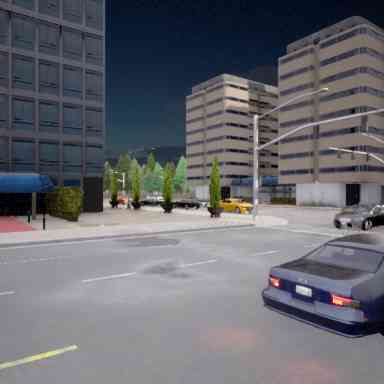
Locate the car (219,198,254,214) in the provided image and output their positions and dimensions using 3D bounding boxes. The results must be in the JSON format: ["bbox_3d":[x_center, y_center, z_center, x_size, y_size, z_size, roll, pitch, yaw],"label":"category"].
[{"bbox_3d":[4.495,1.478,35.987,1.882,1.535,5.008,0,0,-35],"label":"car"}]

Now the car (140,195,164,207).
[{"bbox_3d":[-6.138,1.601,51.174,1.895,1.301,4.718,0,0,-35],"label":"car"}]

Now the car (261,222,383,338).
[{"bbox_3d":[3.750,1.547,6.496,5.357,1.411,2.033,0,0,-35],"label":"car"}]

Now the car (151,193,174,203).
[{"bbox_3d":[-6.254,1.222,69.912,2.150,2.045,5.566,0,0,-35],"label":"car"}]

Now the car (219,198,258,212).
[{"bbox_3d":[5.594,1.505,40.521,1.837,1.490,4.892,0,0,-35],"label":"car"}]

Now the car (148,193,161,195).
[{"bbox_3d":[-5.783,1.221,56.788,2.150,2.045,5.566,0,0,-34],"label":"car"}]

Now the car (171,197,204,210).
[{"bbox_3d":[-0.865,1.601,43.641,1.895,1.301,4.718,0,0,-35],"label":"car"}]

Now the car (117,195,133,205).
[{"bbox_3d":[-11.976,1.352,59.577,2.097,1.767,4.553,0,0,-35],"label":"car"}]

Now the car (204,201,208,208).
[{"bbox_3d":[0.282,1.491,48.105,2.128,1.511,4.902,0,0,-35],"label":"car"}]

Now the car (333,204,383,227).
[{"bbox_3d":[10.536,1.491,20.148,4.902,1.511,2.128,0,0,-36],"label":"car"}]
